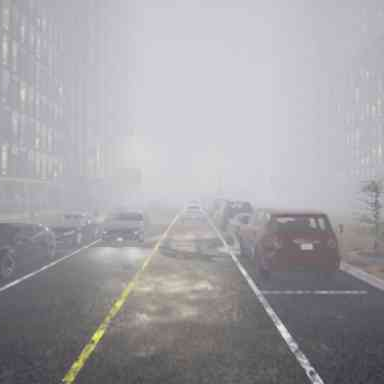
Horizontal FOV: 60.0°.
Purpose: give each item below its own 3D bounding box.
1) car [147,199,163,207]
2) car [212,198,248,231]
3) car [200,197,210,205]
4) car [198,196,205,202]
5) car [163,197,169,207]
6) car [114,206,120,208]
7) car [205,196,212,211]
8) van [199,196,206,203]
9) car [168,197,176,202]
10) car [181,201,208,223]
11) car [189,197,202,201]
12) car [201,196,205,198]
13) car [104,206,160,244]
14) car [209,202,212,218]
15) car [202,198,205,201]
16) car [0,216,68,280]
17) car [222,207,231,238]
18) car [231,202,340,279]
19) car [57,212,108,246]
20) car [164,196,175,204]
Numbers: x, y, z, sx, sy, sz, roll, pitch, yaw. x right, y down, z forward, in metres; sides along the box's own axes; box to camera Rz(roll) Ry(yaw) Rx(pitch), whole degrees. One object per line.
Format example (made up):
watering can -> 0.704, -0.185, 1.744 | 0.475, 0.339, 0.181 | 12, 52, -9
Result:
car -> -5.677, 1.905, 48.968 | 1.802, 1.307, 4.206 | 0, 0, 0
car -> 2.699, 1.457, 21.273 | 2.192, 1.841, 5.009 | 0, 0, 0
car -> 2.708, 1.908, 71.124 | 1.967, 1.590, 4.097 | 0, 0, 0
car -> 2.711, 2.051, 93.281 | 1.967, 1.590, 4.097 | 0, 0, 0
car -> -5.675, 1.978, 60.046 | 1.802, 1.307, 4.206 | 0, 0, 0
car -> -5.681, 1.760, 26.811 | 1.802, 1.307, 4.206 | 0, 0, 0
car -> 2.702, 1.530, 32.351 | 2.192, 1.841, 5.009 | 0, 0, 0
van -> 2.711, 1.916, 87.742 | 1.690, 1.788, 3.998 | 0, 0, 0
car -> -5.669, 2.155, 93.281 | 1.887, 1.381, 4.507 | 0, 0, 0
car -> 0.105, 1.709, 27.488 | 1.812, 1.442, 4.674 | 0, 0, 0
car -> 0.109, 1.828, 45.684 | 1.812, 1.442, 4.674 | 0, 0, 0
car -> 2.706, 1.962, 60.045 | 1.947, 1.339, 4.313 | 0, 0, 0
car -> -3.076, 1.661, 16.876 | 2.033, 1.411, 5.357 | 0, 0, 0
car -> 2.700, 1.745, 26.810 | 1.947, 1.339, 4.313 | 0, 0, 0
car -> 2.703, 1.838, 43.428 | 2.008, 1.369, 4.403 | 0, 0, 0
car -> -5.684, 1.634, 10.193 | 1.947, 1.339, 4.313 | 0, 0, 0
car -> 2.697, 1.651, 15.731 | 1.887, 1.381, 4.507 | 0, 0, 0
car -> 2.698, 1.384, 10.194 | 2.192, 1.841, 5.009 | 0, 0, 0
car -> -5.683, 1.656, 15.732 | 2.008, 1.369, 4.403 | 0, 0, 0
car -> -5.671, 1.818, 76.665 | 2.192, 1.841, 5.009 | 0, 0, 0
